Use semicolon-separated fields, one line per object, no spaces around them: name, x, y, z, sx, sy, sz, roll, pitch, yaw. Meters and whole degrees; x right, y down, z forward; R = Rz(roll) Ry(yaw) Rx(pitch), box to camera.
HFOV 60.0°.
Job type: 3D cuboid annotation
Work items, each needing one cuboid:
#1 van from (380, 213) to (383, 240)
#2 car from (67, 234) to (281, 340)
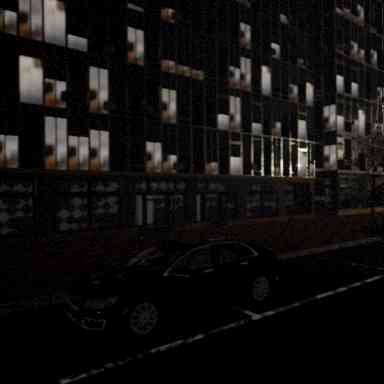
van;9.097;1.251;13.168;3.998;1.788;1.690;-1;0;-36
car;-0.124;1.563;6.495;4.403;1.369;2.008;-1;0;-36
